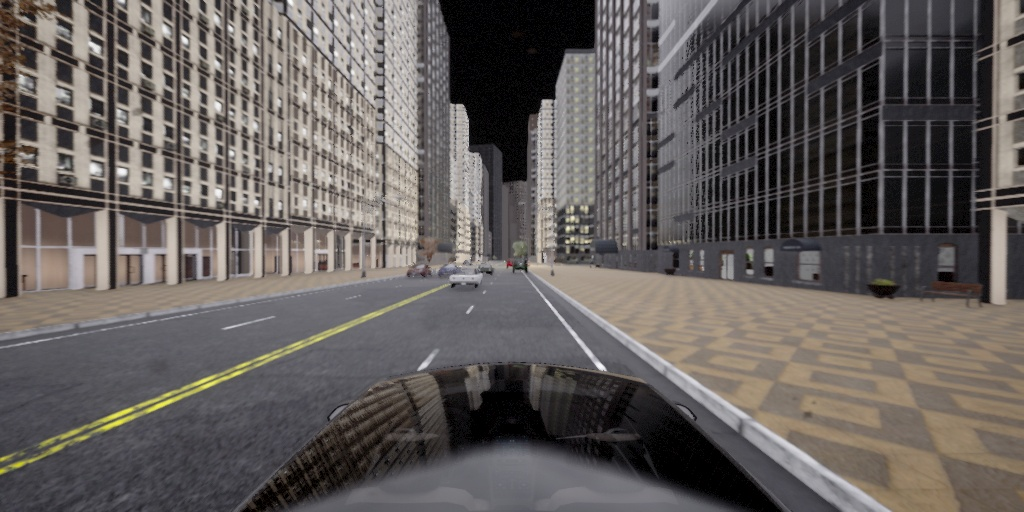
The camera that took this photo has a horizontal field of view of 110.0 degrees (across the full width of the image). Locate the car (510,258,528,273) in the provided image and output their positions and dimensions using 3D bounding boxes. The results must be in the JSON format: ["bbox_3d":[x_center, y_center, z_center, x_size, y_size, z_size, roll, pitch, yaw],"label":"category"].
[{"bbox_3d":[1.135,1.329,50.205,2.150,2.045,5.566,0,0,0],"label":"car"}]

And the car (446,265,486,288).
[{"bbox_3d":[-3.152,1.525,25.571,1.895,1.301,4.718,0,0,0],"label":"car"}]

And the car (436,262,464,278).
[{"bbox_3d":[-6.586,1.539,37.916,1.812,1.442,4.674,0,-1,0],"label":"car"}]

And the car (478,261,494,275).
[{"bbox_3d":[-3.153,1.657,43.618,1.895,1.301,4.718,0,0,0],"label":"car"}]

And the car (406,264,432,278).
[{"bbox_3d":[-9.835,1.542,38.303,1.812,1.442,4.674,0,-1,0],"label":"car"}]
